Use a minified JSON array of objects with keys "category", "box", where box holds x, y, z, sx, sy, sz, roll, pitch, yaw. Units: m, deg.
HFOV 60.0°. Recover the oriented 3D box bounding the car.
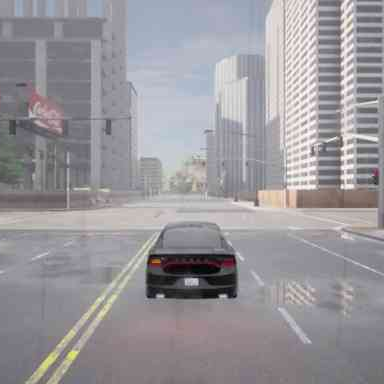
[{"category":"car","box":[0.001,1.476,8.499,1.882,1.535,5.008,0,0,0]}]
